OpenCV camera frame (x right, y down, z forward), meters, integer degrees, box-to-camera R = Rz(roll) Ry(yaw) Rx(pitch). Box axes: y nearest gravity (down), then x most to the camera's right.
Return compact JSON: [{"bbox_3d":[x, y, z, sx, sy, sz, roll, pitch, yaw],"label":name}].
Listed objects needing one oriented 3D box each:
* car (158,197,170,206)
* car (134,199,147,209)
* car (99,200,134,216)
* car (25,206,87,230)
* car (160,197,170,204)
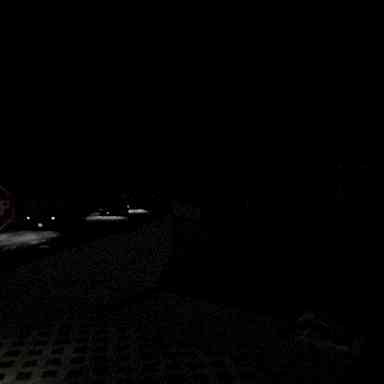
[{"bbox_3d":[-4.803,1.678,57.903,1.994,1.385,4.181,0,0,-3],"label":"car"},{"bbox_3d":[-7.331,1.649,45.120,1.895,1.301,4.718,0,0,0],"label":"car"},{"bbox_3d":[-7.562,1.550,32.957,2.033,1.411,5.357,0,0,2],"label":"car"},{"bbox_3d":[-8.335,1.556,20.820,1.895,1.301,4.718,0,0,4],"label":"car"},{"bbox_3d":[-5.528,1.702,68.140,2.033,1.411,5.357,0,0,-5],"label":"car"}]
